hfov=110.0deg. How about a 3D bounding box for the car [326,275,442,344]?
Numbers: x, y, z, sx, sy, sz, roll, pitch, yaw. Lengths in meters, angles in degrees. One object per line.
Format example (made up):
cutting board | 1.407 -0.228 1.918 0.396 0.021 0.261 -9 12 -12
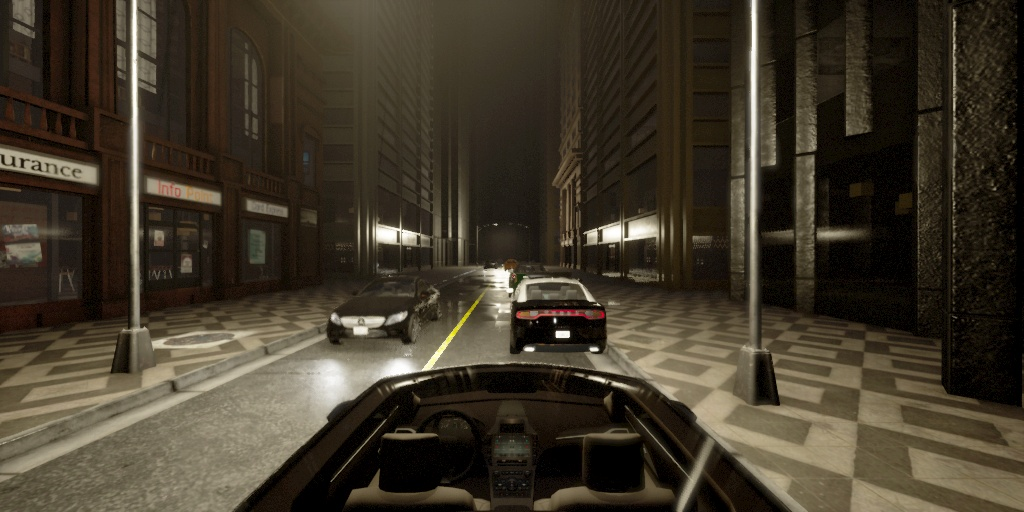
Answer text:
car | -3.114 1.278 9.694 1.812 1.442 4.674 0 0 0

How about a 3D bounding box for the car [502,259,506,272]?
car | -0.035 1.281 48.219 1.882 1.535 5.008 0 0 0

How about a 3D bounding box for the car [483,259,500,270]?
car | -3.179 1.318 52.889 1.837 1.490 4.892 0 0 0

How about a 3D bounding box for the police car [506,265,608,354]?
police car | 0.889 1.178 8.891 1.930 1.638 5.238 0 0 0

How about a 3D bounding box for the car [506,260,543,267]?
car | 0.872 1.111 18.752 2.097 1.767 4.553 0 0 0
